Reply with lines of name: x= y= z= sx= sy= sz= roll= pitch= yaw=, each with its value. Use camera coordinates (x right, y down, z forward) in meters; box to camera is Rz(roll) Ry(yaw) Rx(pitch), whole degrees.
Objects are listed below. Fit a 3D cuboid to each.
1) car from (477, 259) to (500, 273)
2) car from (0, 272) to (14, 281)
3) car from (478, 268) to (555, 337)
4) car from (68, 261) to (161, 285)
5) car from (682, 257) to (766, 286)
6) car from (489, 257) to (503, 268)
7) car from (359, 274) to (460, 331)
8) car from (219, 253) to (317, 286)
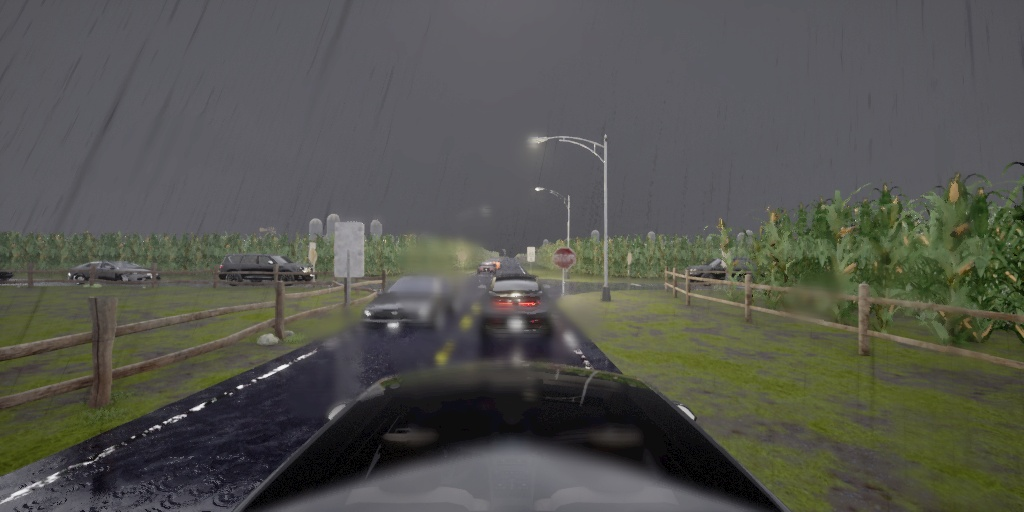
car: x=-2.786 y=1.303 z=40.928 sx=1.994 sy=1.385 sz=4.181 roll=0 pitch=0 yaw=0
car: x=-36.151 y=1.143 z=23.575 sx=4.718 sy=1.301 sz=1.895 roll=0 pitch=-1 yaw=1
car: x=0.111 y=1.256 z=10.283 sx=1.837 sy=1.490 sz=4.892 roll=0 pitch=0 yaw=0
car: x=-25.873 y=1.086 z=23.452 sx=4.902 sy=1.511 sz=2.128 roll=0 pitch=-1 yaw=1
car: x=15.393 y=1.094 z=25.925 sx=5.566 sy=2.045 sz=2.150 roll=0 pitch=-1 yaw=1
car: x=-2.754 y=1.085 z=51.888 sx=2.097 sy=1.767 sz=4.553 roll=0 pitch=0 yaw=0
car: x=-2.834 y=1.298 z=11.299 sx=2.033 sy=1.411 sz=5.357 roll=0 pitch=0 yaw=0
car: x=-15.823 y=0.870 z=23.357 sx=5.566 sy=2.045 sz=2.150 roll=0 pitch=-1 yaw=0
